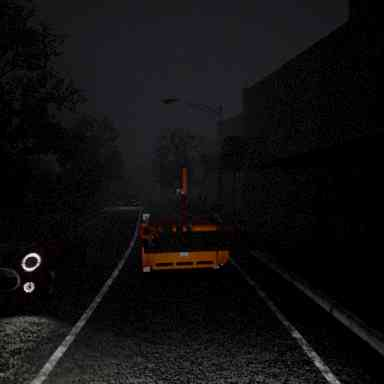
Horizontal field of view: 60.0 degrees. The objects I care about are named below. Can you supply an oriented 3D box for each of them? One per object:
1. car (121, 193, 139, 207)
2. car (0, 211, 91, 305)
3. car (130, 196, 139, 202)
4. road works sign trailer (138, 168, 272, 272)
[{"bbox_3d":[-9.639,1.230,51.262,2.150,2.045,5.566,-1,0,-8],"label":"car"},{"bbox_3d":[-4.021,1.355,8.248,2.097,1.767,4.553,0,0,-4],"label":"car"},{"bbox_3d":[-13.208,1.569,76.974,1.994,1.385,4.181,-1,0,-8],"label":"car"},{"bbox_3d":[0.028,0.791,7.719,2.380,2.880,3.560,0,0,-10],"label":"road works sign trailer"}]
